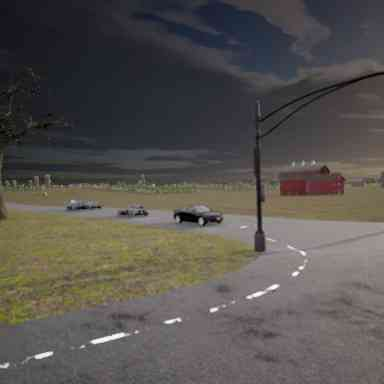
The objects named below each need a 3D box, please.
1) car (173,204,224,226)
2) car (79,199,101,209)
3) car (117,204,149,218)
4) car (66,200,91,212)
[{"bbox_3d":[0.422,1.776,26.878,1.882,1.535,5.008,-3,1,-38],"label":"car"},{"bbox_3d":[-16.547,2.164,54.806,1.994,1.385,4.181,-3,0,-37],"label":"car"},{"bbox_3d":[-6.383,1.974,35.696,1.994,1.385,4.181,-3,1,-38],"label":"car"},{"bbox_3d":[-17.317,2.270,49.940,1.895,1.301,4.718,-3,1,-37],"label":"car"}]
